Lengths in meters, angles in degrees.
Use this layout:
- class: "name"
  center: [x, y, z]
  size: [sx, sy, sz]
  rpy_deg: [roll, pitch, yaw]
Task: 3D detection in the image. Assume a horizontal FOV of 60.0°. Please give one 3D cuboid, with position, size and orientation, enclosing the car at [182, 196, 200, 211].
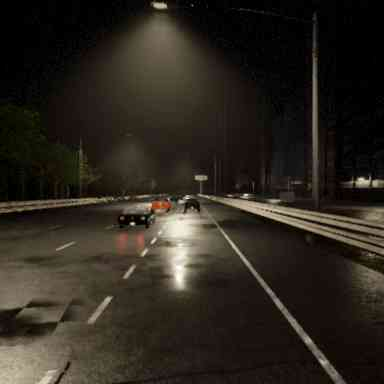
- class: "car"
  center: [0.017, 1.539, 40.467]
  size: [1.837, 1.490, 4.892]
  rpy_deg: [0, 0, 0]

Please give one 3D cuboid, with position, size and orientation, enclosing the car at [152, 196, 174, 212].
- class: "car"
  center: [-3.581, 1.383, 39.542]
  size: [2.097, 1.767, 4.553]
  rpy_deg: [0, 0, 0]

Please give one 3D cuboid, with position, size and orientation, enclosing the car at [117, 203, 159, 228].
- class: "car"
  center: [-3.525, 1.608, 21.935]
  size: [1.895, 1.301, 4.718]
  rpy_deg: [0, 0, 0]

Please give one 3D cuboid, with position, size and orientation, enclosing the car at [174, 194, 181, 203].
- class: "car"
  center: [-3.747, 1.607, 69.618]
  size: [1.837, 1.490, 4.892]
  rpy_deg: [0, 0, 0]
